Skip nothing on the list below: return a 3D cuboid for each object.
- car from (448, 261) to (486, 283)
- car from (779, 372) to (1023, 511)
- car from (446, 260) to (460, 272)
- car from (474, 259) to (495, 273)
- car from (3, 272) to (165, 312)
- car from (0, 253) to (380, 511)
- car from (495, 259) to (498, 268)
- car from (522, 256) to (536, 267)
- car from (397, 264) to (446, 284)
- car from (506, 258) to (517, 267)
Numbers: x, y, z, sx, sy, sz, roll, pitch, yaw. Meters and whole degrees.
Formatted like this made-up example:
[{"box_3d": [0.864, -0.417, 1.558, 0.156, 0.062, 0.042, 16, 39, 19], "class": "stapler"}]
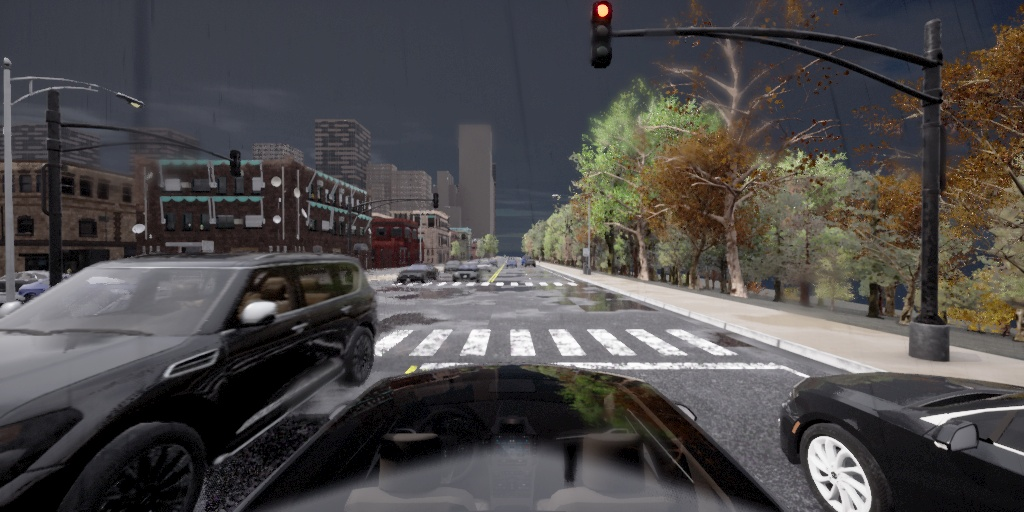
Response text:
[{"box_3d": [-3.413, 1.304, 28.009, 1.994, 1.385, 4.181, 0, 0, 0], "class": "car"}, {"box_3d": [3.366, 1.255, 1.232, 1.837, 1.490, 4.892, 0, 0, -2], "class": "car"}, {"box_3d": [-6.697, 1.237, 41.562, 1.837, 1.490, 4.892, 0, 0, 0], "class": "car"}, {"box_3d": [-3.453, 1.334, 43.517, 1.895, 1.301, 4.718, 0, 0, 0], "class": "car"}, {"box_3d": [-18.096, 1.474, 15.346, 4.674, 1.442, 1.812, -1, 1, -1], "class": "car"}, {"box_3d": [-3.355, 0.971, 4.018, 2.150, 2.045, 5.566, 0, 0, 0], "class": "car"}, {"box_3d": [-3.449, 1.271, 62.387, 2.033, 1.411, 5.357, 0, 0, 0], "class": "car"}, {"box_3d": [3.197, 1.227, 63.632, 1.837, 1.490, 4.892, 0, 0, 0], "class": "car"}, {"box_3d": [-6.957, 1.289, 27.357, 2.033, 1.411, 5.357, 0, 0, 4], "class": "car"}, {"box_3d": [-0.053, 1.270, 63.930, 2.033, 1.411, 5.357, 0, 0, 0], "class": "car"}]
